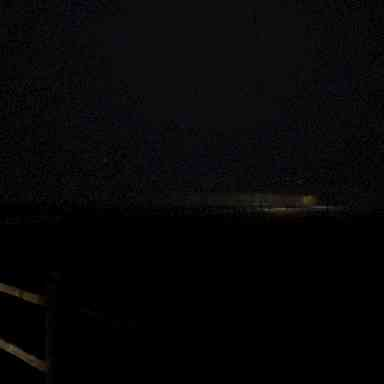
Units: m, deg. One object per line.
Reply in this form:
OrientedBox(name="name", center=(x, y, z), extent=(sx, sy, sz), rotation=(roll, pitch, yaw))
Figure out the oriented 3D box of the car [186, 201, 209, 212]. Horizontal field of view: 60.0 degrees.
OrientedBox(name="car", center=(0.928, 2.371, 55.816), extent=(2.097, 1.767, 4.553), rotation=(1, -1, 36))
